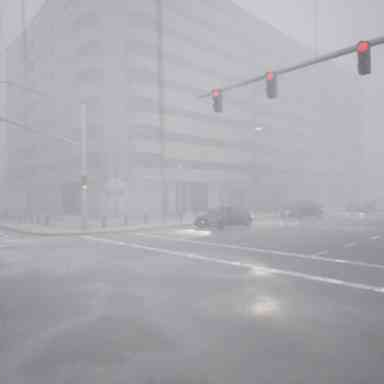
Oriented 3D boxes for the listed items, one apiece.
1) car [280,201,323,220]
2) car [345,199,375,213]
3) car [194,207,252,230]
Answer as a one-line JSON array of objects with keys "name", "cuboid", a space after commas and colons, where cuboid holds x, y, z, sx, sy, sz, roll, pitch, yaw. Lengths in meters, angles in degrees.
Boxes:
[{"name": "car", "cuboid": [9.550, 1.539, 28.817, 4.902, 1.511, 2.128, 0, -1, -43]}, {"name": "car", "cuboid": [19.018, 1.506, 37.500, 4.674, 1.442, 1.812, 0, -1, -42]}, {"name": "car", "cuboid": [2.103, 1.664, 21.853, 4.181, 1.385, 1.994, 0, -1, -43]}]
